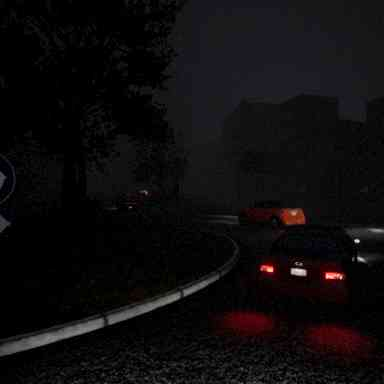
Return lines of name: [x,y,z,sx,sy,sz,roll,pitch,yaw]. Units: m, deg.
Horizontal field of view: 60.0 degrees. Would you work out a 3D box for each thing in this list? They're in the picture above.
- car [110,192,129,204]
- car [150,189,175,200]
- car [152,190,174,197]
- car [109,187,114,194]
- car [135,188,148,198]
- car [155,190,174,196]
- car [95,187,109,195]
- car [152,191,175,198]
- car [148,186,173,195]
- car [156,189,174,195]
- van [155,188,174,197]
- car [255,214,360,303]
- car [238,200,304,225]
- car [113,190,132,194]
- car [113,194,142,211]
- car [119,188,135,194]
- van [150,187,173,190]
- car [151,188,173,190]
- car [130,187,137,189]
car: [-10.712,1.124,49.156,1.994,1.385,4.181,0,1,-11]
car: [-4.958,0.779,61.253,4.892,1.521,2.231,0,1,-6]
car: [-6.923,0.263,80.196,5.366,1.575,1.946,0,2,-3]
car: [-23.815,-0.077,91.637,2.163,1.488,4.792,0,2,0]
car: [-10.744,0.567,70.506,2.128,1.511,4.902,0,2,-5]
car: [-6.898,0.225,82.932,4.674,1.452,2.002,0,2,-3]
car: [-23.671,0.061,86.148,2.097,1.535,5.008,0,2,-2]
car: [-6.128,0.526,72.173,4.792,1.488,2.163,0,2,-5]
car: [-5.795,0.319,69.459,5.566,2.045,2.435,0,2,-6]
car: [-7.112,0.044,88.384,4.792,1.488,2.163,0,2,-2]
van: [-6.431,0.121,77.485,4.442,1.987,1.878,0,2,-4]
car: [3.110,1.530,8.416,2.033,1.411,5.357,0,0,27]
car: [4.949,1.303,21.358,2.097,1.767,4.553,0,0,-29]
car: [-12.520,0.864,59.660,2.033,1.411,5.357,0,1,-6]
car: [-7.314,1.326,37.356,1.837,1.490,4.892,0,1,-20]
car: [-13.708,0.533,69.974,1.882,1.535,5.008,0,2,-5]
van: [-5.646,0.414,66.715,4.442,1.987,1.878,0,1,-6]
car: [-5.210,0.585,63.993,4.553,1.767,2.185,0,1,-6]
car: [-14.527,0.209,79.830,1.895,1.301,4.718,0,2,-3]
